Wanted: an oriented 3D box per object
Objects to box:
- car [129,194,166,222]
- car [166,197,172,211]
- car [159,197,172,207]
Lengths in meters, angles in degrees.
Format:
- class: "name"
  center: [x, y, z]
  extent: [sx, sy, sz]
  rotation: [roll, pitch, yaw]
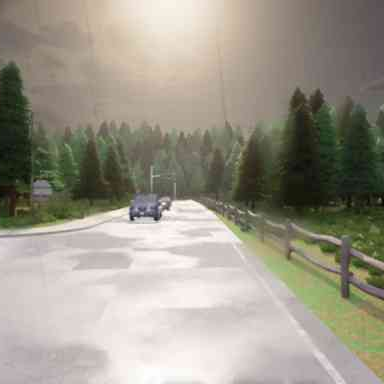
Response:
- class: "car"
  center: [-3.604, 1.204, 26.752]
  extent: [2.150, 2.045, 5.566]
  rotation: [0, 0, 0]
- class: "car"
  center: [-3.632, 1.542, 39.161]
  extent: [1.994, 1.385, 4.181]
  rotation: [0, 0, -1]
- class: "car"
  center: [-4.088, 1.500, 52.638]
  extent: [1.812, 1.442, 4.674]
  rotation: [0, 0, -2]
